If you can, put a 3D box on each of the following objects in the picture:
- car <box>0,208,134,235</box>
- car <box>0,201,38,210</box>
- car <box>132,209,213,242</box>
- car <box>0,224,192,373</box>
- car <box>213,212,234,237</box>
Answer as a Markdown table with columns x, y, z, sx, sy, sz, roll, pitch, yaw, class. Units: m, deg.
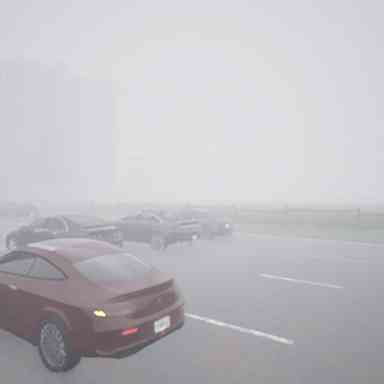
| x | y | z | sx | sy | sz | roll | pitch | yaw | class |
| --- | --- | --- | --- | --- | --- | --- | --- | --- | --- |
| -4.496 | 1.495 | 11.480 | 4.892 | 1.490 | 1.837 | 0 | 0 | 35 | car |
| -14.285 | 1.480 | 26.952 | 4.892 | 1.490 | 1.837 | 0 | 0 | 35 | car |
| -1.881 | 1.483 | 13.917 | 4.902 | 1.511 | 2.128 | 0 | 0 | 35 | car |
| -2.258 | 1.521 | 5.587 | 4.674 | 1.442 | 1.812 | 0 | 0 | 35 | car |
| 0.027 | 1.555 | 16.853 | 4.181 | 1.385 | 1.994 | 0 | 0 | 35 | car |
